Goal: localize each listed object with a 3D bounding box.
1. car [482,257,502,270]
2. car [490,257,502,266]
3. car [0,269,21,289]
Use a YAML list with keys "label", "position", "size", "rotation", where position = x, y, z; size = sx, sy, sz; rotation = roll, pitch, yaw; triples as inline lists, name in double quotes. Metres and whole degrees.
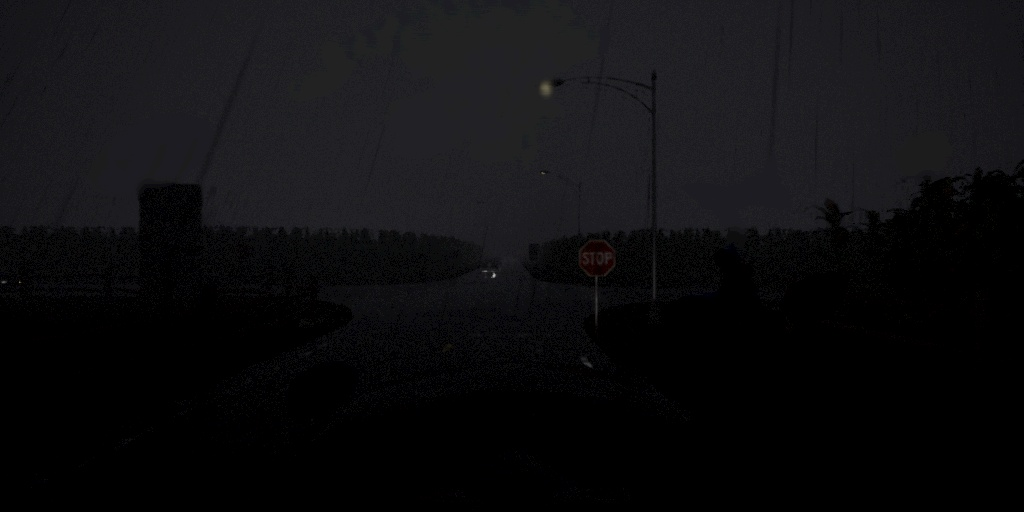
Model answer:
- label: "car"
  position: [-2.832, 0.970, 47.486]
  size: [2.128, 1.511, 4.902]
  rotation: [0, 0, 0]
- label: "car"
  position: [-2.793, 0.877, 63.491]
  size: [1.837, 1.490, 4.892]
  rotation: [0, 0, 1]
- label: "car"
  position: [-27.921, 1.027, 18.042]
  size: [4.892, 1.490, 1.837]
  rotation: [1, 0, 1]
